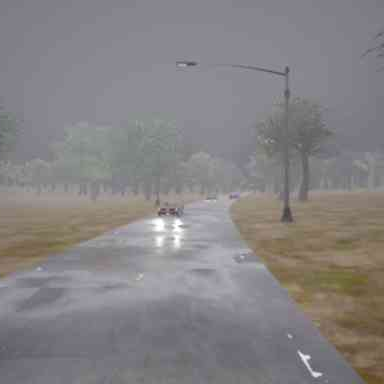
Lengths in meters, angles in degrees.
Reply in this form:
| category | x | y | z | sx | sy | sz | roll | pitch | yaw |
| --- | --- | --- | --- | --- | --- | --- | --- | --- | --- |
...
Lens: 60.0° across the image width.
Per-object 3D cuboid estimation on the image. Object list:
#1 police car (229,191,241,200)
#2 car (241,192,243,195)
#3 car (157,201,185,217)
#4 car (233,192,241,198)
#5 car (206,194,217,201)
| category | x | y | z | sx | sy | sz | roll | pitch | yaw |
| --- | --- | --- | --- | --- | --- | --- | --- | --- | --- |
| police car | 9.519 | 0.858 | 76.570 | 1.930 | 1.638 | 5.238 | 0 | 1 | 11 |
| car | 11.390 | 0.694 | 86.253 | 2.097 | 1.767 | 4.553 | 0 | 1 | 11 |
| car | -1.768 | 1.444 | 28.994 | 1.895 | 1.301 | 4.718 | 0 | 0 | 5 |
| car | 12.533 | 0.796 | 92.173 | 1.837 | 1.490 | 4.892 | 0 | 1 | 11 |
| car | 4.179 | 1.024 | 69.491 | 2.033 | 1.411 | 5.357 | 0 | 1 | 11 |
